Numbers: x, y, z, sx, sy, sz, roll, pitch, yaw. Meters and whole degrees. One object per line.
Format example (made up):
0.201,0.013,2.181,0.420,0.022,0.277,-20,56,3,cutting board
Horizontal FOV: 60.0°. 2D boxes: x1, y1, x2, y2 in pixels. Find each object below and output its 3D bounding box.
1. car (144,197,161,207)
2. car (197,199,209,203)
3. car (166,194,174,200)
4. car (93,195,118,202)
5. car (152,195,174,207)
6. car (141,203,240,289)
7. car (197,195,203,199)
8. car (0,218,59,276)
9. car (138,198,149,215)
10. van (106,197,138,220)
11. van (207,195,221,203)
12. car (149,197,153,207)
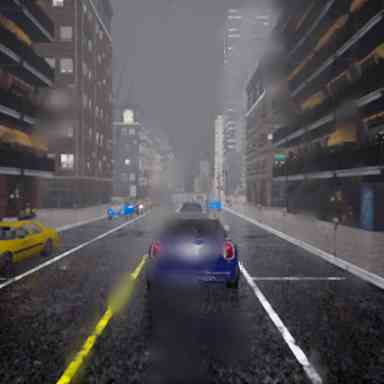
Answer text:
-5.933,1.498,50.119,2.008,1.369,4.403,-1,0,0,car
-0.047,1.518,25.194,2.033,1.411,5.357,0,0,0,car
-6.138,1.356,93.833,1.967,1.590,4.097,-1,0,0,car
-18.209,1.437,70.033,4.829,1.417,1.752,0,1,0,car
-3.276,1.446,41.268,2.128,1.511,4.902,0,0,0,car
0.022,1.340,9.289,2.097,1.767,4.553,0,0,0,car
2.210,1.458,93.930,1.887,1.381,4.507,-1,0,0,car
-5.747,1.515,10.302,1.752,1.417,4.829,-1,0,0,car
-5.854,1.514,33.127,2.008,1.369,4.403,-1,0,0,car
-5.831,1.311,27.463,1.690,1.788,3.998,-1,0,0,van
2.497,1.296,38.794,1.690,1.788,3.998,-1,0,0,van
-5.906,1.478,44.285,1.752,1.417,4.829,-1,0,0,car
